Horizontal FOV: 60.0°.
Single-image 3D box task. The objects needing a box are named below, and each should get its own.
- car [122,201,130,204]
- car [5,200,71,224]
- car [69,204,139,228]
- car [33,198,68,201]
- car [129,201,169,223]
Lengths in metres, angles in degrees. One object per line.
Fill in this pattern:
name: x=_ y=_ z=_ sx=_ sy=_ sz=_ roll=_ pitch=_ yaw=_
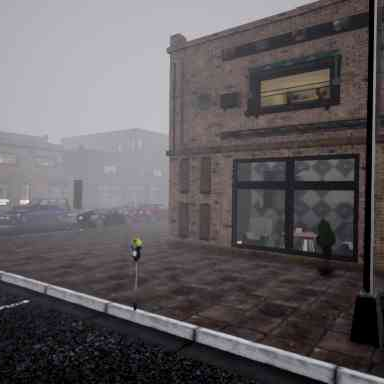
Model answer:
car: x=-6.231 y=1.708 z=34.043 sx=2.128 sy=1.511 sz=4.902 roll=1 pitch=0 yaw=36
car: x=-12.015 y=1.649 z=26.086 sx=1.812 sy=1.442 sz=4.674 roll=1 pitch=0 yaw=36
car: x=-6.281 y=1.797 z=24.142 sx=1.947 sy=1.339 sz=4.313 roll=0 pitch=0 yaw=36
car: x=-13.054 y=1.415 z=29.073 sx=2.192 sy=1.841 sz=5.009 roll=0 pitch=0 yaw=36
car: x=-3.015 y=1.724 z=28.629 sx=1.967 sy=1.590 sz=4.097 roll=0 pitch=0 yaw=36
